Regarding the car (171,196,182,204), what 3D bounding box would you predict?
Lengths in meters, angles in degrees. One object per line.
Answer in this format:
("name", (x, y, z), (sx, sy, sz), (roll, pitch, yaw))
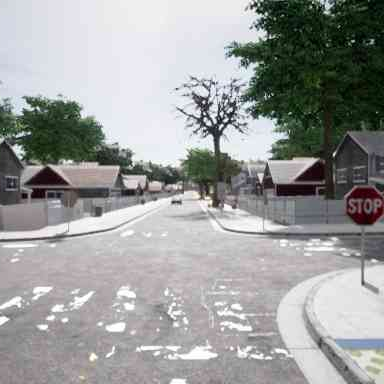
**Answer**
("car", (-2.758, 1.502, 60.440), (2.033, 1.411, 5.357), (0, 0, 0))
